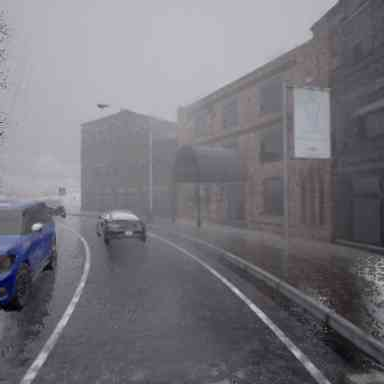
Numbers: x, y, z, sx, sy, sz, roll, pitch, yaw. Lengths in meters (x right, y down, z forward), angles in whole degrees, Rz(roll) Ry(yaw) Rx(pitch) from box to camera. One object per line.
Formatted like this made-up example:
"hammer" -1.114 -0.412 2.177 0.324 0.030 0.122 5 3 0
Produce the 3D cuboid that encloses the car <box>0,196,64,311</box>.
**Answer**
"car" -4.675 1.246 7.893 2.150 2.045 5.566 0 0 -13

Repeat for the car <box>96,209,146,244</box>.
"car" -3.453 1.548 15.923 1.812 1.442 4.674 0 0 -21

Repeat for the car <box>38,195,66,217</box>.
"car" -13.471 1.424 30.577 2.097 1.767 4.553 1 -1 -45
